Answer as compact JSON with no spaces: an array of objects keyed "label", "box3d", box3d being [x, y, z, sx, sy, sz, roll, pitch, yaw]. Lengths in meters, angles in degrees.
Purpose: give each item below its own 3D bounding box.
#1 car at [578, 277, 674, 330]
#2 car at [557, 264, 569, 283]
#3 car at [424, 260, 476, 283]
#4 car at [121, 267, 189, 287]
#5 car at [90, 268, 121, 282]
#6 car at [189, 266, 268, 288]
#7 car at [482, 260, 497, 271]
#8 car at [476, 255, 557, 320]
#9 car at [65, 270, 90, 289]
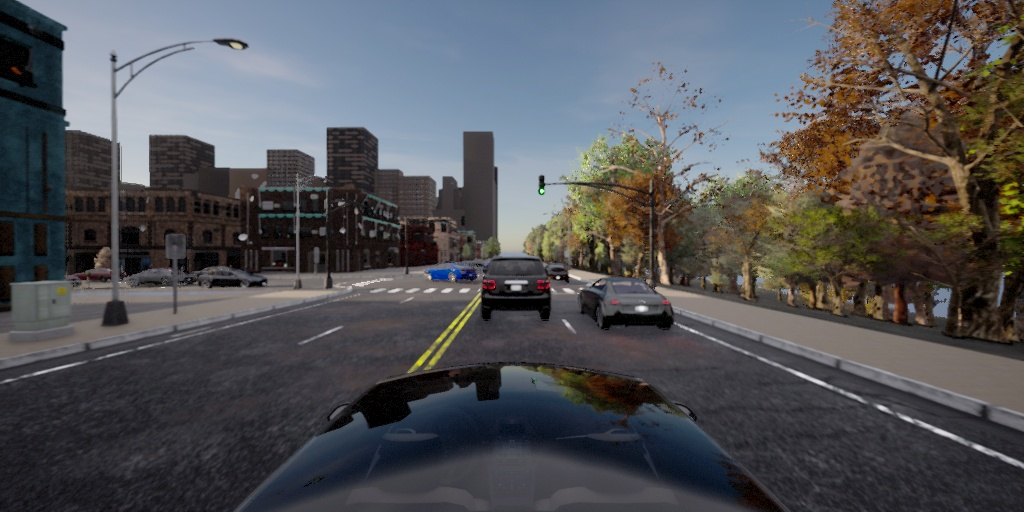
[{"label":"car","box3d":[3.365,1.342,11.303,1.994,1.385,4.181,0,0,0]},{"label":"car","box3d":[3.396,1.332,28.767,1.837,1.490,4.892,0,0,0]},{"label":"car","box3d":[-5.018,1.304,28.803,5.008,1.535,1.882,0,-1,40]},{"label":"car","box3d":[-27.554,1.701,28.390,4.181,1.385,1.994,-1,0,0]},{"label":"car","box3d":[-39.294,1.811,34.219,4.207,1.307,1.802,0,0,0]},{"label":"car","box3d":[-19.906,1.634,25.658,4.313,1.339,1.948,0,0,0]},{"label":"car","box3d":[-3.233,1.369,53.351,1.882,1.535,5.008,0,0,0]},{"label":"car","box3d":[0.124,1.003,12.869,2.150,2.045,5.566,0,0,0]},{"label":"car","box3d":[-33.783,1.666,25.821,4.097,1.591,1.967,0,0,0]}]
